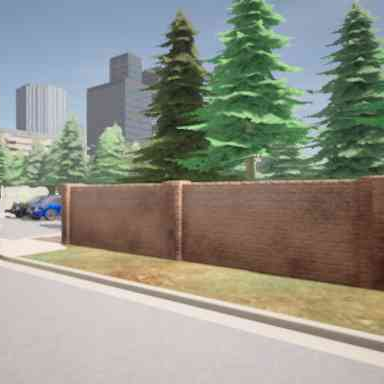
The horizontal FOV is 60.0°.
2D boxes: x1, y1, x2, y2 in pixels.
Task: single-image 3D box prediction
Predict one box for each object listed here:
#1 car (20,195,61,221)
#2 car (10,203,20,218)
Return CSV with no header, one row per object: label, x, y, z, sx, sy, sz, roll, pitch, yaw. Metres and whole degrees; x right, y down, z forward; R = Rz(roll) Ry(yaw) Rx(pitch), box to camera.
car,-11.111,1.270,28.337,2.150,2.045,5.566,0,0,32
car,-13.663,1.277,30.703,2.150,2.045,5.566,0,0,35
